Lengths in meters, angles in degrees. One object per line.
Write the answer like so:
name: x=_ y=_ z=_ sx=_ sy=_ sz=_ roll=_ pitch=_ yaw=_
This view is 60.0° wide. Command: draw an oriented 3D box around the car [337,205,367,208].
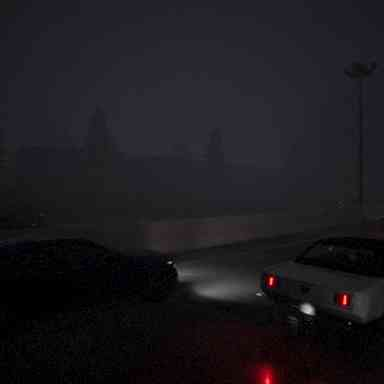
car: x=16.996 y=1.372 z=33.978 sx=4.553 sy=1.767 sz=2.097 roll=0 pitch=0 yaw=-44

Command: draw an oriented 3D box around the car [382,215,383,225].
car: x=13.172 y=1.538 z=20.364 sx=4.674 sy=1.442 sz=1.812 roll=0 pitch=0 yaw=-44

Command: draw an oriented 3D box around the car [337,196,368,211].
car: x=20.312 y=1.376 z=42.005 sx=4.553 sy=1.767 sz=2.097 roll=0 pitch=0 yaw=-44

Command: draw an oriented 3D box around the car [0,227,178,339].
car: x=-2.472 y=1.528 z=6.477 sx=4.674 sy=1.442 sz=1.812 roll=0 pitch=0 yaw=-37

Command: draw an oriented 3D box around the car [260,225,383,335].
car: x=3.571 y=1.605 z=6.785 sx=4.718 sy=1.301 sz=1.895 roll=0 pitch=0 yaw=-40

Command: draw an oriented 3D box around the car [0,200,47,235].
car: x=-10.581 y=1.357 z=18.126 sx=4.553 sy=1.767 sz=2.097 roll=0 pitch=0 yaw=-38

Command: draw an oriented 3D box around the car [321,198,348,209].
car: x=20.015 y=1.590 z=46.564 sx=4.181 sy=1.385 sz=1.994 roll=0 pitch=0 yaw=-44

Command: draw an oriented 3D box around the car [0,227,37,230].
car: x=-9.644 y=1.551 z=14.372 sx=5.357 sy=1.411 sz=2.033 roll=0 pitch=0 yaw=-37
